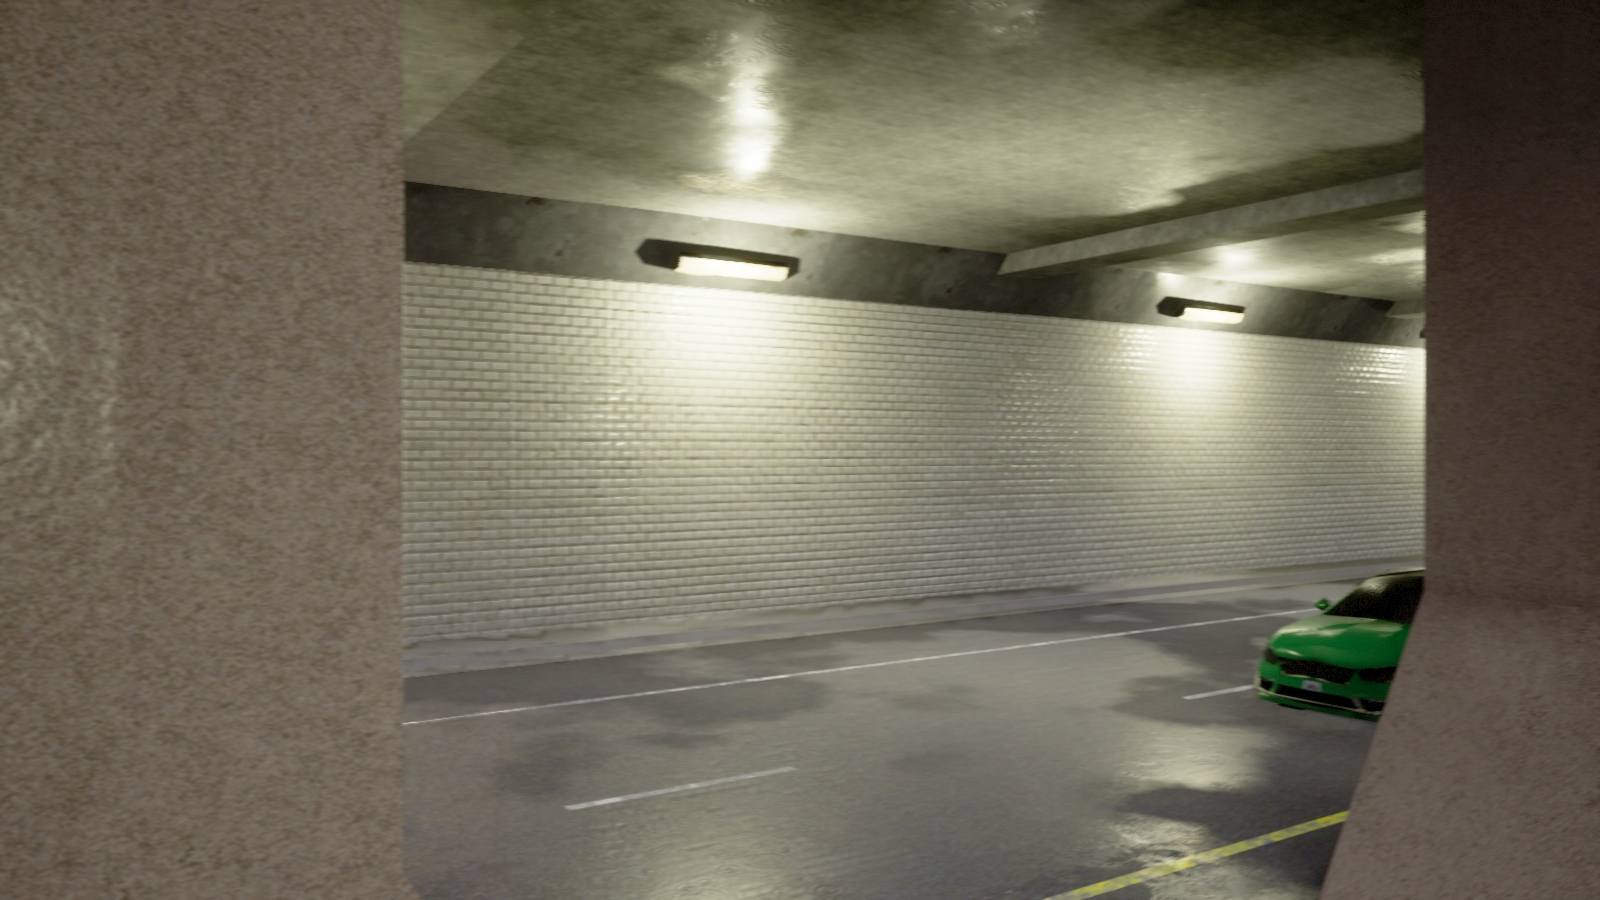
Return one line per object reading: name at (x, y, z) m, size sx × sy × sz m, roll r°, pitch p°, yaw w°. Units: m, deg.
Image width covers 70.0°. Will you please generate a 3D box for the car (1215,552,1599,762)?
car at (7.066, 2.060, 12.500) m, size 4.892 × 1.480 × 2.231 m, roll 0°, pitch 0°, yaw -33°
